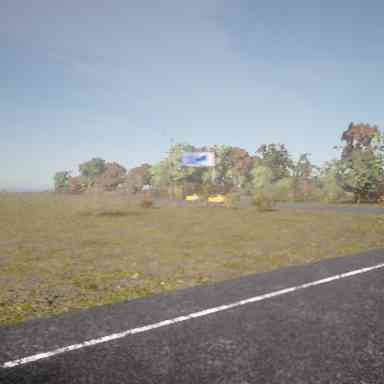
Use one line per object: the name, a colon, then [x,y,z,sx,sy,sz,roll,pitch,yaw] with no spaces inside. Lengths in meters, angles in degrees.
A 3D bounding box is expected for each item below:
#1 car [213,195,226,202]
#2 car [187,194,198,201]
car: [5.223,1.340,66.273,1.882,1.535,5.008,0,-1,-33]
car: [0.667,1.209,73.023,1.882,1.535,5.008,0,0,-34]
